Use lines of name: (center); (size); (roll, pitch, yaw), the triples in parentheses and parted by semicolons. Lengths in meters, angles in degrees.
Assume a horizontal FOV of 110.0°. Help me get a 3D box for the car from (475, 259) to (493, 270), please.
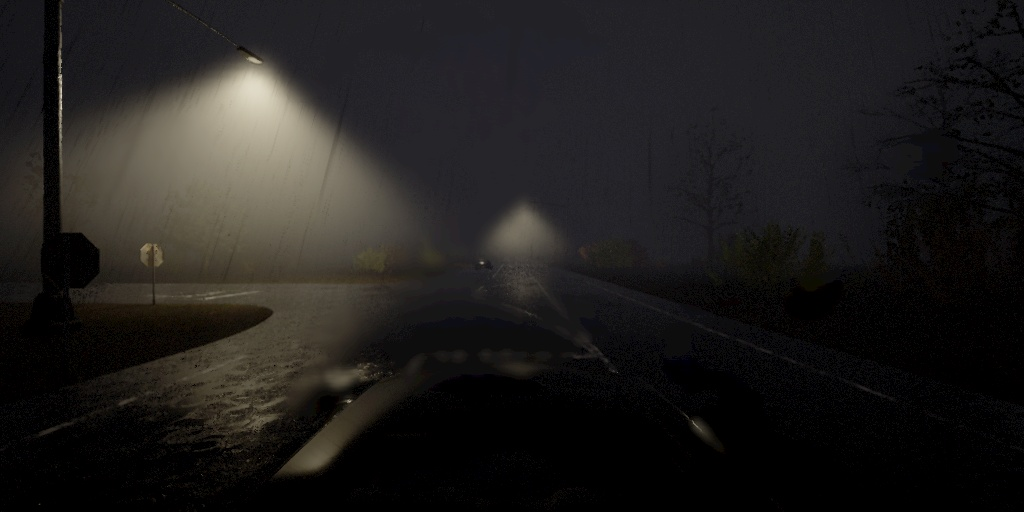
car: (-3.416, 1.064, 44.248); (1.994, 1.385, 4.181); (0, 0, 0)
